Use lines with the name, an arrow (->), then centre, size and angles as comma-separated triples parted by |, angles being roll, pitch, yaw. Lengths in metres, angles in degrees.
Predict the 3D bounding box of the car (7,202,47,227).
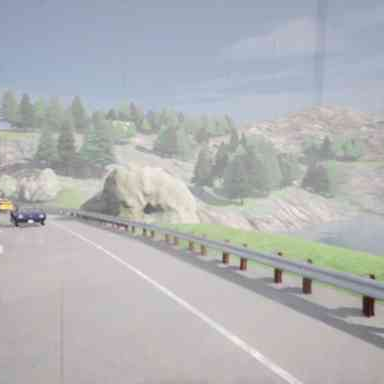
car -> -11.629, 1.624, 23.455 | 1.895, 1.301, 4.718 | 0, 0, -32

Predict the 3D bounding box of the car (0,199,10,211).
car -> -21.725, 1.512, 37.814 | 1.882, 1.535, 5.008 | 0, 0, -37
